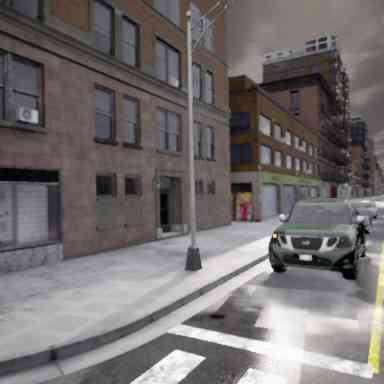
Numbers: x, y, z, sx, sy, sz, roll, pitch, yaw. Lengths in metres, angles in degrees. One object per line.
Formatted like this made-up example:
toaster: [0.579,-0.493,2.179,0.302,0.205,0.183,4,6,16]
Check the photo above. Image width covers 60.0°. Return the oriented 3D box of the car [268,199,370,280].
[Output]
car: [4.206,1.259,10.594,2.150,2.045,5.566,-1,-1,31]

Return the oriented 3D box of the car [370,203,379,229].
car: [9.477,1.562,19.433,2.033,1.411,5.357,-1,-1,31]
